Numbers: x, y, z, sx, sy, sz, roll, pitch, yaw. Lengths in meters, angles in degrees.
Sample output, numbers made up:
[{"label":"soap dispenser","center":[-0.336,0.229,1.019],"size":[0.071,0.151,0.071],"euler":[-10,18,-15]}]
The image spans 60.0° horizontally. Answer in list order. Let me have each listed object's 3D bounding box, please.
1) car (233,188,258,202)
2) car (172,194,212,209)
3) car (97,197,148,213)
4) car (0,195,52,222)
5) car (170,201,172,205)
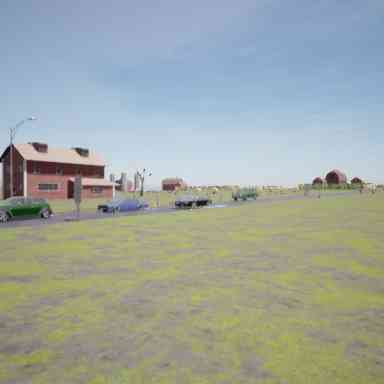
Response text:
[{"label":"car","center":[8.734,0.364,53.628],"size":[2.150,2.045,5.566],"euler":[1,1,36]},{"label":"car","center":[0.280,1.134,37.072],"size":[1.895,1.301,4.718],"euler":[1,1,36]},{"label":"car","center":[-6.653,1.171,32.508],"size":[2.033,1.411,5.357],"euler":[1,1,36]},{"label":"car","center":[-12.671,1.125,24.173],"size":[2.097,1.767,4.553],"euler":[1,1,36]},{"label":"car","center":[-0.367,1.010,41.200],"size":[2.033,1.411,5.357],"euler":[1,1,35]}]
